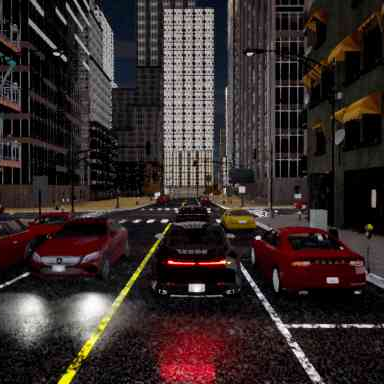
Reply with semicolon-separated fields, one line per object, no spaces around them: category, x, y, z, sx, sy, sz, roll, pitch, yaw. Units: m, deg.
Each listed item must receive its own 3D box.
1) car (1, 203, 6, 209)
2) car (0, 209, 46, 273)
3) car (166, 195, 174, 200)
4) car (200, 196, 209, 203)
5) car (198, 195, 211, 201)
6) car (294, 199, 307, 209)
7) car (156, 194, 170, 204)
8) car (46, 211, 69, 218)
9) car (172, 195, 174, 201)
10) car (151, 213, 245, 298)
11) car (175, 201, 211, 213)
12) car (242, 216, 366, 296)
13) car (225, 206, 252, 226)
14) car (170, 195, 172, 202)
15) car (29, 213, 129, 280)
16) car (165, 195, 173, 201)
car;-23.916;1.745;38.348;4.097;1.590;1.967;-1;1;-1
car;-5.715;1.439;8.547;1.967;1.590;4.097;-1;0;0
car;-5.862;1.543;90.904;1.887;1.381;4.507;-1;0;0
car;2.558;1.522;68.851;1.752;1.417;4.829;-1;0;0
car;2.567;1.436;63.121;1.967;1.590;4.097;-1;0;0
car;14.182;1.255;38.741;4.507;1.381;1.887;-1;1;-1
car;-5.812;1.541;63.107;1.887;1.381;4.507;-1;0;0
car;-5.724;1.543;14.071;1.887;1.381;4.507;-1;0;0
car;-5.834;1.312;74.227;2.192;1.841;5.009;-1;0;0
car;0.083;1.503;8.478;1.837;1.490;4.892;0;0;0
car;0.063;1.475;18.751;1.882;1.535;5.008;0;0;0
car;2.667;1.543;8.548;1.887;1.381;4.507;-1;0;0
car;2.646;1.522;19.765;1.752;1.417;4.829;-1;0;0
car;-5.824;1.311;68.667;2.192;1.841;5.009;-1;0;0
car;-3.101;1.524;10.084;1.812;1.442;4.674;0;0;0
car;-5.852;1.523;85.175;1.752;1.417;4.829;-1;0;0
